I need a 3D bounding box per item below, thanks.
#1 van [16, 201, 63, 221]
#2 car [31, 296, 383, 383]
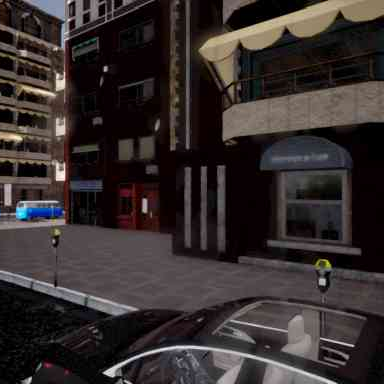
[{"bbox_3d":[-13.751,1.707,30.187,1.690,1.788,3.998,-1,-2,35],"label":"van"},{"bbox_3d":[0.504,1.551,2.515,4.403,1.369,2.008,0,0,36],"label":"car"}]
